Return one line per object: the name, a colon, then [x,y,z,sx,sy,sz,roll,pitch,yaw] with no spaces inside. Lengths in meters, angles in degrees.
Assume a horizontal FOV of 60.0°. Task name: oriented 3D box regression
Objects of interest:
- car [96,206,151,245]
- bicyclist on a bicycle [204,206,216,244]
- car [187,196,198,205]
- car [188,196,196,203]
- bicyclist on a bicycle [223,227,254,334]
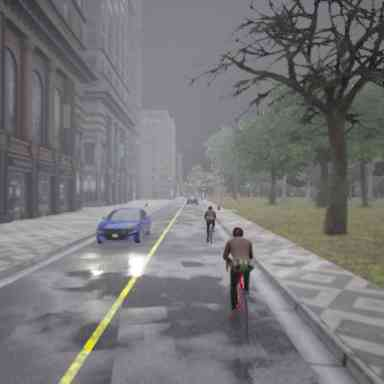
car: [-3.099,1.488,15.908,1.882,1.535,5.008,0,0,0]
bicyclist on a bicycle: [0.825,1.462,14.809,0.582,1.620,1.656,0,0,0]
car: [0.100,1.462,62.908,2.097,1.767,4.553,0,0,0]
car: [0.003,1.689,74.884,1.812,1.442,4.674,0,0,0]
bicyclist on a bicycle: [0.824,1.455,5.811,0.582,1.620,1.656,0,0,0]
